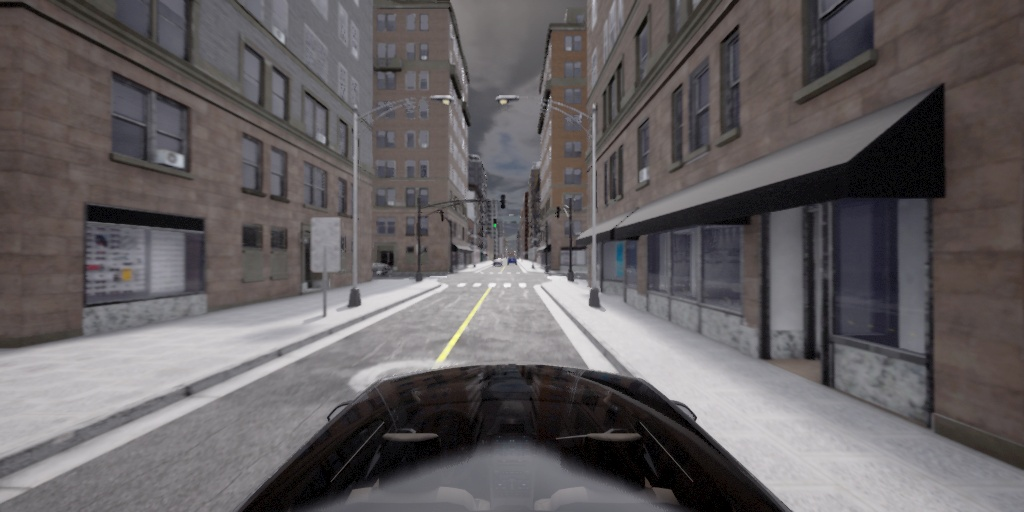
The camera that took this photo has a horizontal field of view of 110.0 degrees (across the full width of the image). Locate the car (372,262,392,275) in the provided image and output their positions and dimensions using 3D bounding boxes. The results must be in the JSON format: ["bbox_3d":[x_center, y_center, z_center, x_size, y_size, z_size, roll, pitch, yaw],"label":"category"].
[{"bbox_3d":[-14.790,1.312,37.374,4.403,1.370,2.007,0,0,0],"label":"car"}]
